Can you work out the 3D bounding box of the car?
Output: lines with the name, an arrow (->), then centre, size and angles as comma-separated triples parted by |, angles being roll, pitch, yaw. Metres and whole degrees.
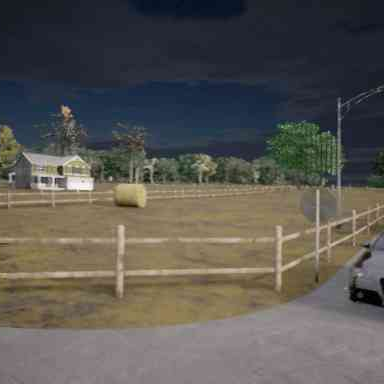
car -> 4.800, 1.553, 7.253 | 1.994, 1.385, 4.181 | 0, 0, 36
